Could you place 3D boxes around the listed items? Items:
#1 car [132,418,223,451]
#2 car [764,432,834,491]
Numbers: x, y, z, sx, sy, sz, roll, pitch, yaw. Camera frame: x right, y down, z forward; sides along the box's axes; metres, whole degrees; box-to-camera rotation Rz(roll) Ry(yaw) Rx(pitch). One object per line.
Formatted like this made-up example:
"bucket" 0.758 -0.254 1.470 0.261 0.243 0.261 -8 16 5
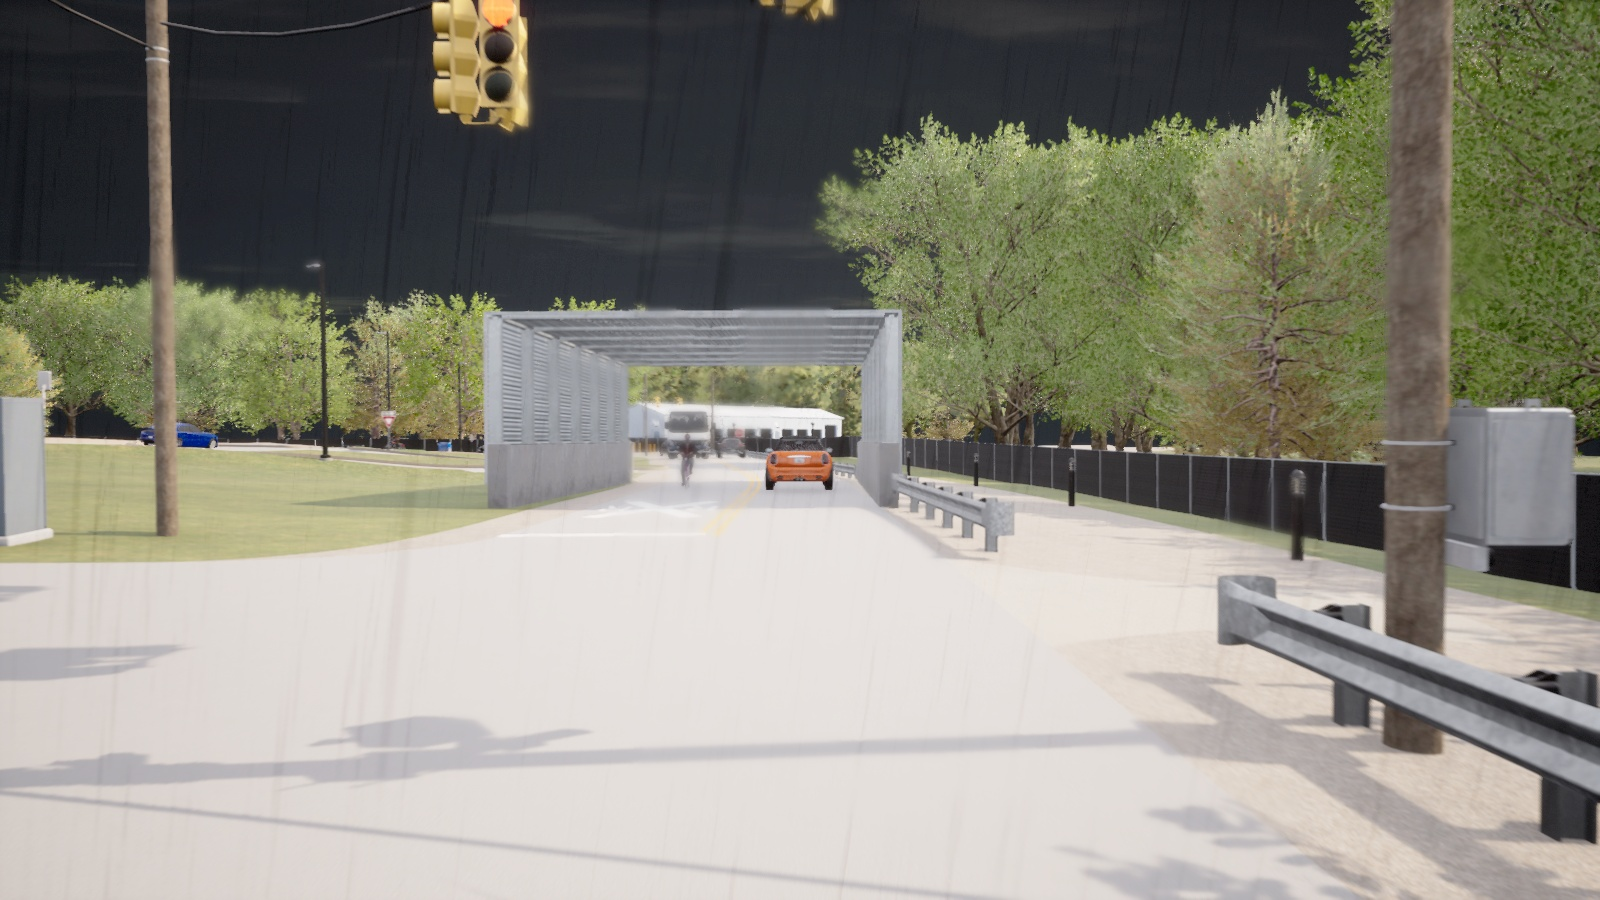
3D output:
"car" -35.402 -0.874 71.594 1.882 1.535 5.008 7 0 10
"car" -0.039 0.329 40.191 2.097 1.767 4.553 0 0 0
